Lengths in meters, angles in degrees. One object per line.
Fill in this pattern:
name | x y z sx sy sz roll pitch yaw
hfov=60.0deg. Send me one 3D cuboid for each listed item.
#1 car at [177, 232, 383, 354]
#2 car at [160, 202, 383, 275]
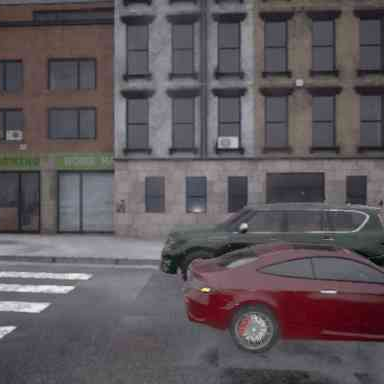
car | 2.196 1.569 5.450 4.674 1.442 1.812 1 -1 3
car | 2.015 1.283 8.425 5.566 2.045 2.150 1 0 3
